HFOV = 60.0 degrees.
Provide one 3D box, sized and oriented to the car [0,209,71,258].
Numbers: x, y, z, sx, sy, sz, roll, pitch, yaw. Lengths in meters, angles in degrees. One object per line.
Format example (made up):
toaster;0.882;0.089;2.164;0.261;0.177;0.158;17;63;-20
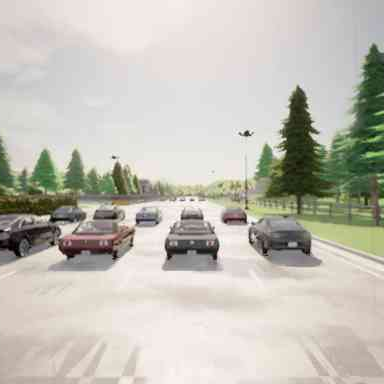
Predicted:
car;-6.985;1.646;13.482;2.128;1.511;4.902;0;0;0

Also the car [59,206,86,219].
car;-10.480;1.886;28.524;1.994;1.385;4.181;0;-1;0

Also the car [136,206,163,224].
car;-3.491;1.857;27.501;2.033;1.411;5.357;0;-1;0

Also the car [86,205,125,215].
car;-6.982;1.814;28.482;2.128;1.511;4.902;0;0;0

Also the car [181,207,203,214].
car;0.016;1.919;28.222;1.895;1.301;4.718;0;-1;0

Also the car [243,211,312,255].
car;3.519;1.682;13.868;1.812;1.442;4.674;0;0;0

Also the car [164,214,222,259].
car;0.012;1.751;13.221;1.895;1.301;4.718;0;-1;0

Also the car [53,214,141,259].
car;-3.488;1.751;13.222;1.895;1.301;4.718;0;-1;0

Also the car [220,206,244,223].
car;3.520;1.886;28.525;1.994;1.385;4.181;0;-1;0
